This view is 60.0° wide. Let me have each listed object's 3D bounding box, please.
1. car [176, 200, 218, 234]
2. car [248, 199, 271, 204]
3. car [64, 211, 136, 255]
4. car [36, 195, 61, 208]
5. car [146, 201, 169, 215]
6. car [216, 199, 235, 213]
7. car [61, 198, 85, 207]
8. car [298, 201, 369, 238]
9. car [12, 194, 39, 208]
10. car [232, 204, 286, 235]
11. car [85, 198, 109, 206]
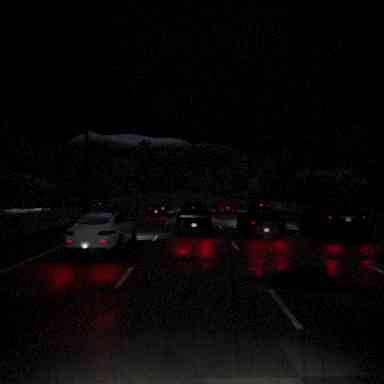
[{"bbox_3d":[0.108,1.428,18.865,2.128,1.511,4.902,0,0,0],"label":"car"},{"bbox_3d":[7.117,1.499,34.853,1.837,1.490,4.892,0,0,0],"label":"car"},{"bbox_3d":[-3.395,1.467,12.865,1.812,1.442,4.674,0,0,0],"label":"car"},{"bbox_3d":[-21.043,1.637,50.263,2.128,1.511,4.902,0,-1,0],"label":"car"},{"bbox_3d":[-3.384,1.587,33.627,1.895,1.301,4.718,0,0,0],"label":"car"},{"bbox_3d":[3.618,1.482,36.274,1.882,1.535,5.008,0,0,0],"label":"car"},{"bbox_3d":[-17.547,1.624,50.289,1.882,1.535,5.008,0,-1,0],"label":"car"},{"bbox_3d":[7.107,1.289,17.232,2.097,1.767,4.553,0,0,0],"label":"car"},{"bbox_3d":[-24.542,1.359,49.802,2.150,2.045,5.566,0,0,0],"label":"car"},{"bbox_3d":[3.608,1.537,18.260,1.895,1.301,4.718,0,0,0],"label":"car"},{"bbox_3d":[-14.048,1.626,50.397,1.882,1.535,5.008,0,-1,0],"label":"car"}]
